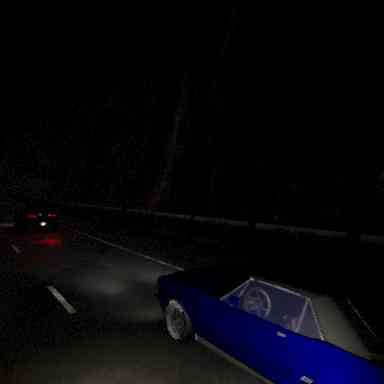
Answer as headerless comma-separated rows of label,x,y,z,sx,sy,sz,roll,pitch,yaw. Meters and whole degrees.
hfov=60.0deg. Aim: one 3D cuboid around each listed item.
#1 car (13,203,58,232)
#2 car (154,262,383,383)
car,-9.403,1.443,19.928,1.837,1.490,4.892,0,0,-35
car,1.349,1.601,4.279,1.895,1.301,4.718,0,0,-34
